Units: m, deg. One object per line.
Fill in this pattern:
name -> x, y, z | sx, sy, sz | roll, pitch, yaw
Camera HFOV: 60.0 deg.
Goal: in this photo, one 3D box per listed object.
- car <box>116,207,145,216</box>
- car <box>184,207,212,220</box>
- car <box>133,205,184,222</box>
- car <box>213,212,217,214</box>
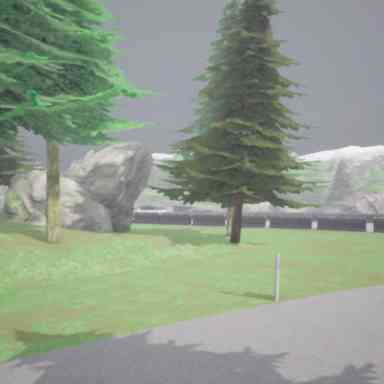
car -> -10.574, 3.376, 57.006 | 5.008, 1.535, 1.882 | -2, -4, 33
car -> -0.339, 2.980, 41.814 | 4.674, 1.442, 1.812 | -2, -4, 33
car -> -4.219, 2.570, 40.196 | 5.566, 2.045, 2.150 | -2, -4, 33
car -> 2.631, 3.324, 48.229 | 4.892, 1.490, 1.837 | -2, -4, 33
